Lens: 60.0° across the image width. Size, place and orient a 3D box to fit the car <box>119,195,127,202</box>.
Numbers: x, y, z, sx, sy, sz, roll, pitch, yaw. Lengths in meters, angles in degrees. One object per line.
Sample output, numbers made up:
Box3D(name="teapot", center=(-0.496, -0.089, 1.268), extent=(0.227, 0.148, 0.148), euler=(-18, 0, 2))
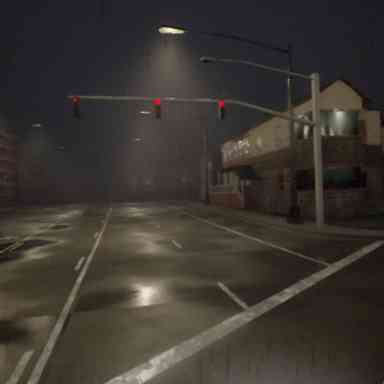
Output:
Box3D(name="car", center=(-18.136, 2.036, 87.620), extent=(1.994, 1.385, 4.181), euler=(-2, -1, -12))

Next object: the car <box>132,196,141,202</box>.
Box3D(name="car", center=(-14.725, 1.961, 88.404), extent=(1.895, 1.301, 4.718), euler=(-2, -1, -12))
